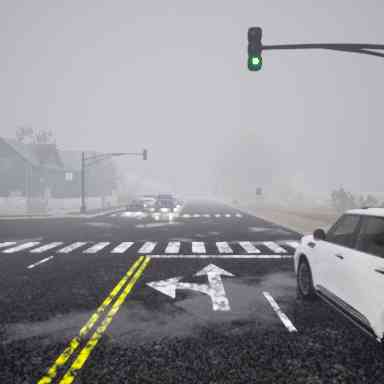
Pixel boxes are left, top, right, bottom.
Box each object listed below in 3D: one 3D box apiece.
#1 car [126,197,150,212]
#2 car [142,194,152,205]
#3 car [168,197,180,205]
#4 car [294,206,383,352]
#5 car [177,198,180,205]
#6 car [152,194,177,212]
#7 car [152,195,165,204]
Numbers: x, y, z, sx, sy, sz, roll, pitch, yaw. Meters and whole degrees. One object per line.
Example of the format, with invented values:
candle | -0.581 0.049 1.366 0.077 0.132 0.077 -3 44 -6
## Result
car | -6.497 1.588 39.229 1.994 1.385 4.181 0 0 0
car | -6.467 1.259 49.989 2.150 2.045 5.566 0 0 0
car | -3.176 1.655 60.356 1.895 1.301 4.718 0 0 0
car | 3.361 1.222 5.125 2.150 2.045 5.566 0 0 0
car | -3.220 1.639 50.264 1.895 1.301 4.718 0 0 0
car | -3.264 1.247 40.282 2.150 2.045 5.566 0 0 -2
car | -6.397 1.412 63.705 2.097 1.767 4.553 0 0 1
